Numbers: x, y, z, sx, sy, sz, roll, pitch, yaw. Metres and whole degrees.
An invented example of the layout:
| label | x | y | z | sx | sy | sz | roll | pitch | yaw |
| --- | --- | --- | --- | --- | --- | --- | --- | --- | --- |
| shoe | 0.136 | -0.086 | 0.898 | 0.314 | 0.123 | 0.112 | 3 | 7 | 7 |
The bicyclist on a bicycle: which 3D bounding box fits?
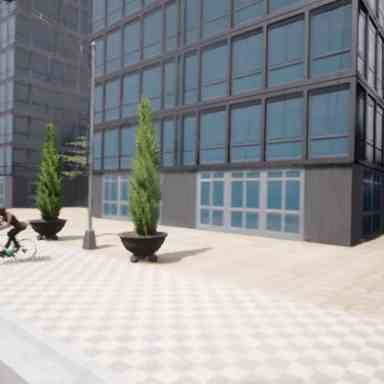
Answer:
| label | x | y | z | sx | sy | sz | roll | pitch | yaw |
| --- | --- | --- | --- | --- | --- | --- | --- | --- | --- |
| bicyclist on a bicycle | -5.130 | 1.222 | 9.229 | 0.582 | 1.620 | 1.656 | 1 | 0 | 40 |
